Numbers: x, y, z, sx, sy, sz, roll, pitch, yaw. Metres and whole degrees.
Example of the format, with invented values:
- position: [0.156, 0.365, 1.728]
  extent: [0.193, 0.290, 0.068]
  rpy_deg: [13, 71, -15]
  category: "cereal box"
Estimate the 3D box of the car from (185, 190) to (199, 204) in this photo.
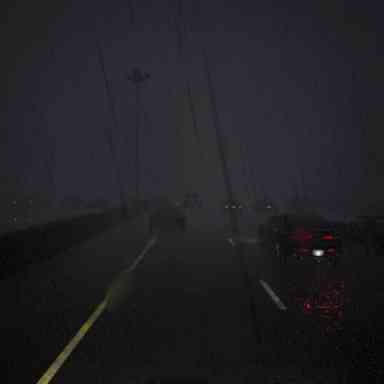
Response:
- position: [-0.009, 0.766, 51.435]
  extent: [2.150, 2.045, 5.566]
  rpy_deg: [0, 1, 0]
  category: "car"

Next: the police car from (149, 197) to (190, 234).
- position: [-1.229, 1.342, 18.680]
  extent: [1.930, 1.638, 5.238]
  rpy_deg: [0, 0, 0]
  category: "police car"

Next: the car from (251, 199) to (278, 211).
- position: [7.093, 1.339, 32.672]
  extent: [1.994, 1.385, 4.181]
  rpy_deg: [0, 1, 0]
  category: "car"

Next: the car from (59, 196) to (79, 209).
- position: [-14.099, 1.182, 39.435]
  extent: [2.128, 1.511, 4.902]
  rpy_deg: [0, 1, 0]
  category: "car"

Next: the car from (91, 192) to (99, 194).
- position: [-21.016, 0.806, 71.737]
  extent: [1.812, 1.442, 4.674]
  rpy_deg: [0, 1, 0]
  category: "car"

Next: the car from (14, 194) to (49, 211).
- position: [-17.600, 1.076, 36.609]
  extent: [2.097, 1.767, 4.553]
  rpy_deg: [0, 1, 0]
  category: "car"

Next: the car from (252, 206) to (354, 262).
- position: [3.598, 1.466, 11.887]
  extent: [1.837, 1.490, 4.892]
  rpy_deg: [0, 0, 0]
  category: "car"

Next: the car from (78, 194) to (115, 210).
- position: [-10.605, 1.262, 37.485]
  extent: [2.033, 1.411, 5.357]
  rpy_deg: [0, 1, 0]
  category: "car"

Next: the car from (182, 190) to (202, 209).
- position: [0.019, 0.920, 39.008]
  extent: [2.150, 2.045, 5.566]
  rpy_deg: [0, 1, 0]
  category: "car"

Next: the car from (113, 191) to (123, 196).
- position: [-17.517, 0.446, 78.716]
  extent: [1.837, 1.490, 4.892]
  rpy_deg: [0, 1, 0]
  category: "car"

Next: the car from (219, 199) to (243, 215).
- position: [3.593, 1.338, 31.350]
  extent: [2.033, 1.411, 5.357]
  rpy_deg: [0, 1, 0]
  category: "car"

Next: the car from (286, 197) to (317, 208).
- position: [10.593, 1.282, 32.532]
  extent: [1.837, 1.490, 4.892]
  rpy_deg: [0, 1, 0]
  category: "car"

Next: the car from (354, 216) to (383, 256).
- position: [7.097, 1.558, 12.838]
  extent: [1.895, 1.301, 4.718]
  rpy_deg: [0, 0, 0]
  category: "car"
